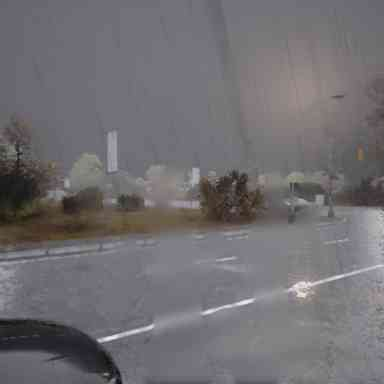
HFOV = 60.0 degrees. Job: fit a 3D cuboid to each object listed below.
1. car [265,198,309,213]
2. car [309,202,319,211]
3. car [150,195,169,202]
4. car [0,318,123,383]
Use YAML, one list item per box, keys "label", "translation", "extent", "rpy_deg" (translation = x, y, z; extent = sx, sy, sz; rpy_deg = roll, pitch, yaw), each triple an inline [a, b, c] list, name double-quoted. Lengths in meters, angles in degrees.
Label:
- label: "car"
  translation: [9.359, 1.476, 35.799]
  extent: [2.033, 1.411, 5.357]
  rpy_deg: [0, 0, -39]
- label: "car"
  translation: [12.143, 1.441, 37.955]
  extent: [1.812, 1.442, 4.674]
  rpy_deg: [0, 0, -39]
- label: "car"
  translation: [-7.194, 1.437, 73.372]
  extent: [2.033, 1.411, 5.357]
  rpy_deg: [0, 0, -38]
- label: "car"
  translation: [-2.763, 1.488, 1.758]
  extent: [4.902, 1.511, 2.128]
  rpy_deg: [0, 0, -36]
